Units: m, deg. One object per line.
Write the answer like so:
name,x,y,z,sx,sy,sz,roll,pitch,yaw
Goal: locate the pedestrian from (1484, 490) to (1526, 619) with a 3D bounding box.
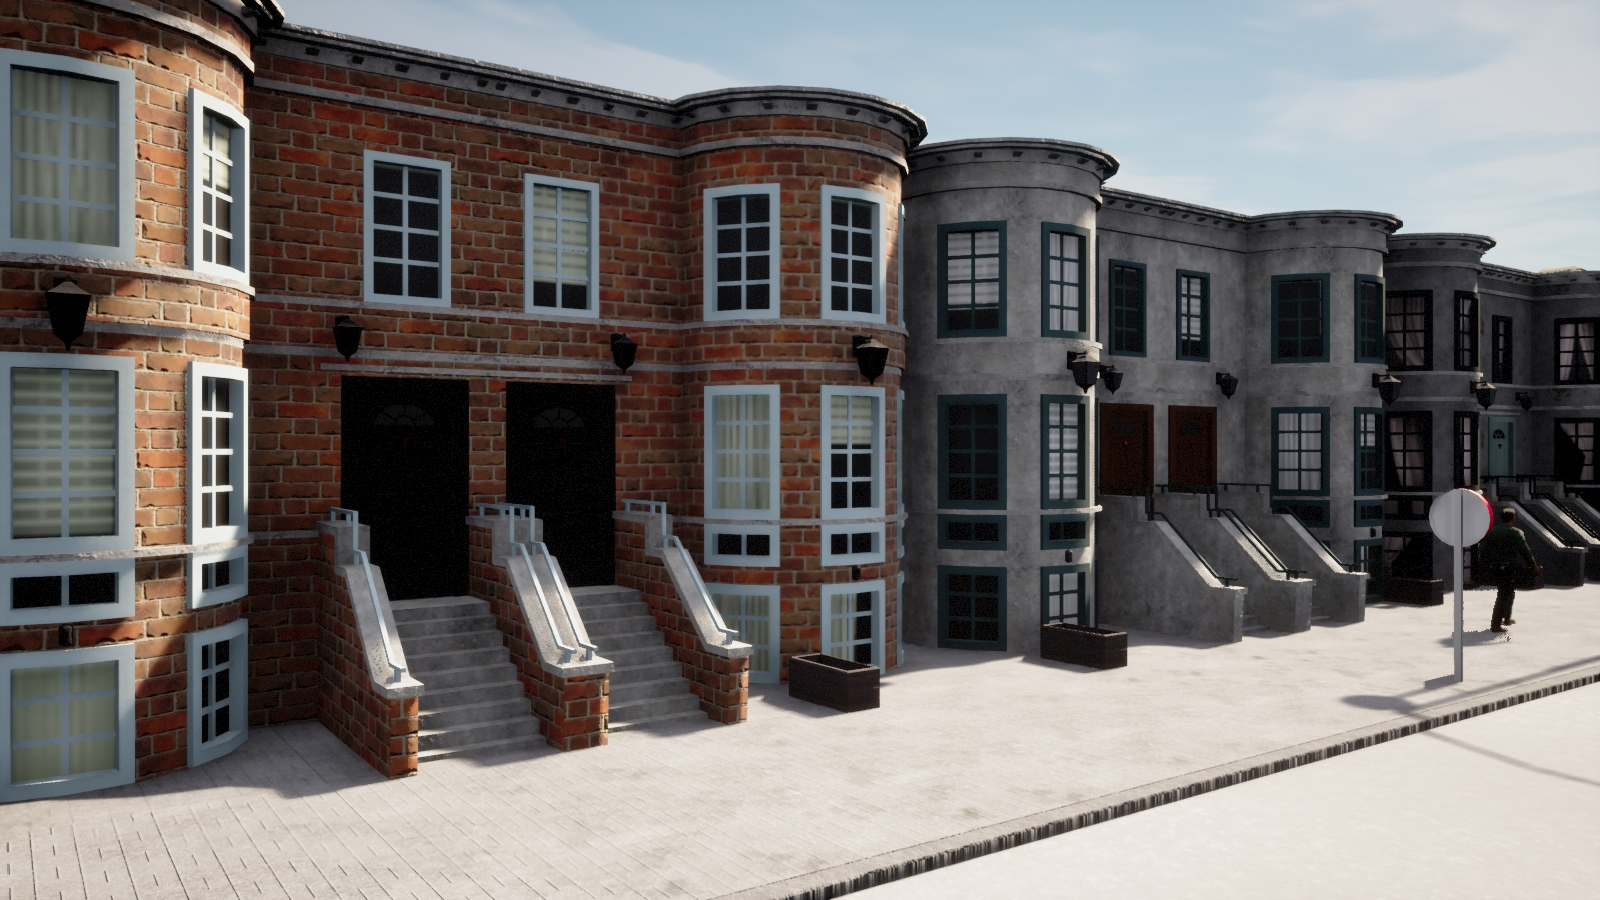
pedestrian,10.353,1.524,16.786,0.375,1.860,0.375,0,0,-21
